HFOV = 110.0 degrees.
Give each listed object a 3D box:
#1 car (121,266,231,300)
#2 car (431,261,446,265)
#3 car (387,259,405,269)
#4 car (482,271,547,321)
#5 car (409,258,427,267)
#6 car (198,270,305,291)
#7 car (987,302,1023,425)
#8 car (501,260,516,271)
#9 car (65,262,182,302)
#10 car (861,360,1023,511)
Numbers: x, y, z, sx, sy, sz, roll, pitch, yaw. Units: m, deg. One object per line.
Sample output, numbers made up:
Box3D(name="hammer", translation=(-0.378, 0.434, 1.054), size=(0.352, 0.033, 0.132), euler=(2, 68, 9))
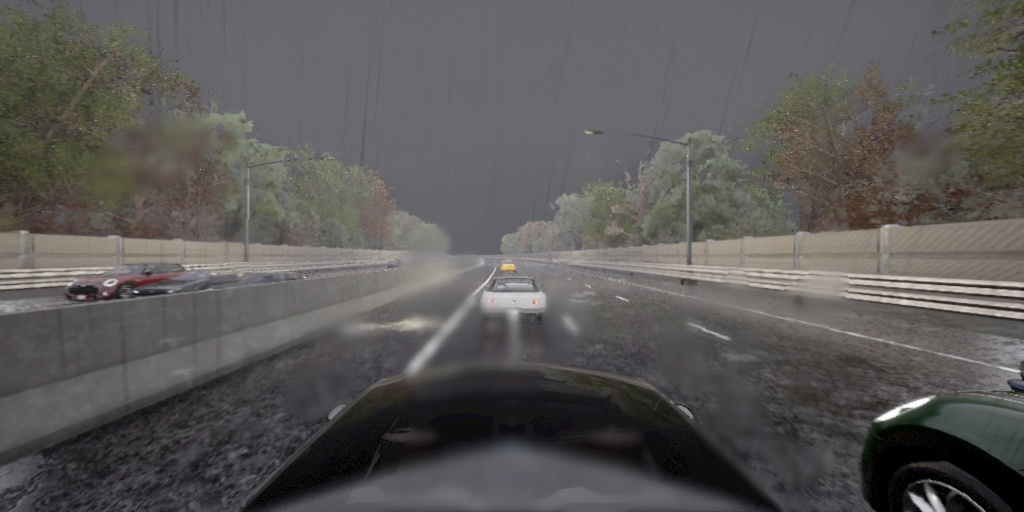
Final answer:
Box3D(name="car", translation=(-14.176, 1.305, 16.671), size=(2.033, 1.411, 5.357), euler=(0, 0, -1))
Box3D(name="car", translation=(-11.430, 1.369, 56.666), size=(1.895, 1.301, 4.718), euler=(0, 0, -1))
Box3D(name="car", translation=(-18.444, 1.272, 57.202), size=(1.837, 1.490, 4.892), euler=(0, 0, -1))
Box3D(name="car", translation=(0.057, 1.355, 12.422), size=(1.895, 1.301, 4.718), euler=(0, 0, 0))
Box3D(name="car", translation=(-14.941, 1.119, 57.030), size=(2.097, 1.767, 4.553), euler=(0, 0, -1))
Box3D(name="car", translation=(-10.667, 1.358, 15.716), size=(1.895, 1.301, 4.718), euler=(0, 0, 0))
Box3D(name="car", translation=(7.095, 1.296, 1.912), size=(2.033, 1.411, 5.357), euler=(0, 0, 0))
Box3D(name="car", translation=(-0.441, 1.223, 44.673), size=(1.801, 1.575, 5.366), euler=(0, 0, -1))
Box3D(name="car", translation=(-17.679, 1.110, 16.952), size=(2.097, 1.767, 4.553), euler=(0, 0, -1))
Box3D(name="car", translation=(3.592, 1.100, 0.692), size=(2.097, 1.767, 4.553), euler=(0, 0, 0))
